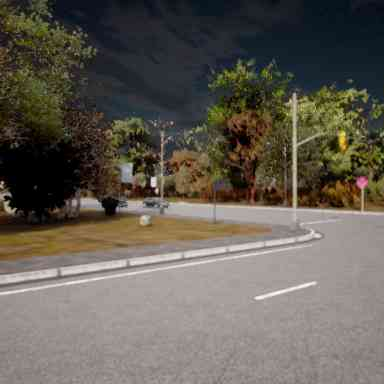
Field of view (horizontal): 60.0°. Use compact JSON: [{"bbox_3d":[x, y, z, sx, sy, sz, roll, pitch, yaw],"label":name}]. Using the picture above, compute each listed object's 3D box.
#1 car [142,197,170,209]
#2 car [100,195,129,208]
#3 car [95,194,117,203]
[{"bbox_3d":[-4.809,1.428,44.116,1.837,1.490,4.892,0,0,-38],"label":"car"},{"bbox_3d":[-10.672,1.485,45.873,2.033,1.411,5.357,0,0,-38],"label":"car"},{"bbox_3d":[-14.640,1.105,56.600,1.812,1.442,4.674,0,0,-39],"label":"car"}]
